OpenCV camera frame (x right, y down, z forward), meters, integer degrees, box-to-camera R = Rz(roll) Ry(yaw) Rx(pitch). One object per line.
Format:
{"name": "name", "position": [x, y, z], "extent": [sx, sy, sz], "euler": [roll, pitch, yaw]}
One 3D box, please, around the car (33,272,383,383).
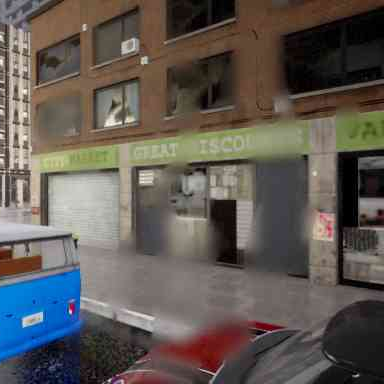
{"name": "car", "position": [1.165, 1.440, 1.896], "extent": [4.097, 1.590, 1.967], "euler": [0, 0, 35]}

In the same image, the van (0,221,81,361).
{"name": "van", "position": [-3.474, 1.343, 5.191], "extent": [3.998, 1.788, 1.690], "euler": [0, 0, 35]}
